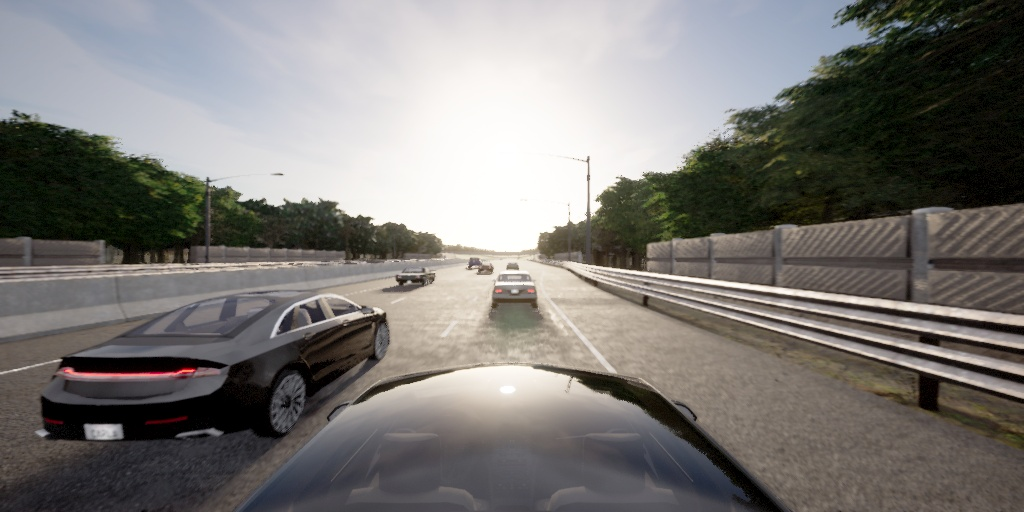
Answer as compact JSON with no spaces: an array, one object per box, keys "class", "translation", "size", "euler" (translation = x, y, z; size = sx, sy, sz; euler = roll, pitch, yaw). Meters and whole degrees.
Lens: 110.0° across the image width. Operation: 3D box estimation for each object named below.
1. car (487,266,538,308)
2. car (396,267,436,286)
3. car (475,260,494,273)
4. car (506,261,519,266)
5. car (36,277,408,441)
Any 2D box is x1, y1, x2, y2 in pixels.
[{"class":"car","translation":[0.100,1.351,15.612],"size":[2.033,1.411,5.357],"euler":[0,0,0]},{"class":"car","translation":[-6.899,1.445,26.306],"size":[1.895,1.301,4.718],"euler":[0,0,0]},{"class":"car","translation":[-3.397,1.534,48.114],"size":[1.895,1.301,4.718],"euler":[0,0,0]},{"class":"car","translation":[0.103,1.531,55.791],"size":[1.994,1.385,4.181],"euler":[0,0,0]},{"class":"car","translation":[-3.400,1.256,5.412],"size":[2.128,1.511,4.902],"euler":[0,0,0]}]
